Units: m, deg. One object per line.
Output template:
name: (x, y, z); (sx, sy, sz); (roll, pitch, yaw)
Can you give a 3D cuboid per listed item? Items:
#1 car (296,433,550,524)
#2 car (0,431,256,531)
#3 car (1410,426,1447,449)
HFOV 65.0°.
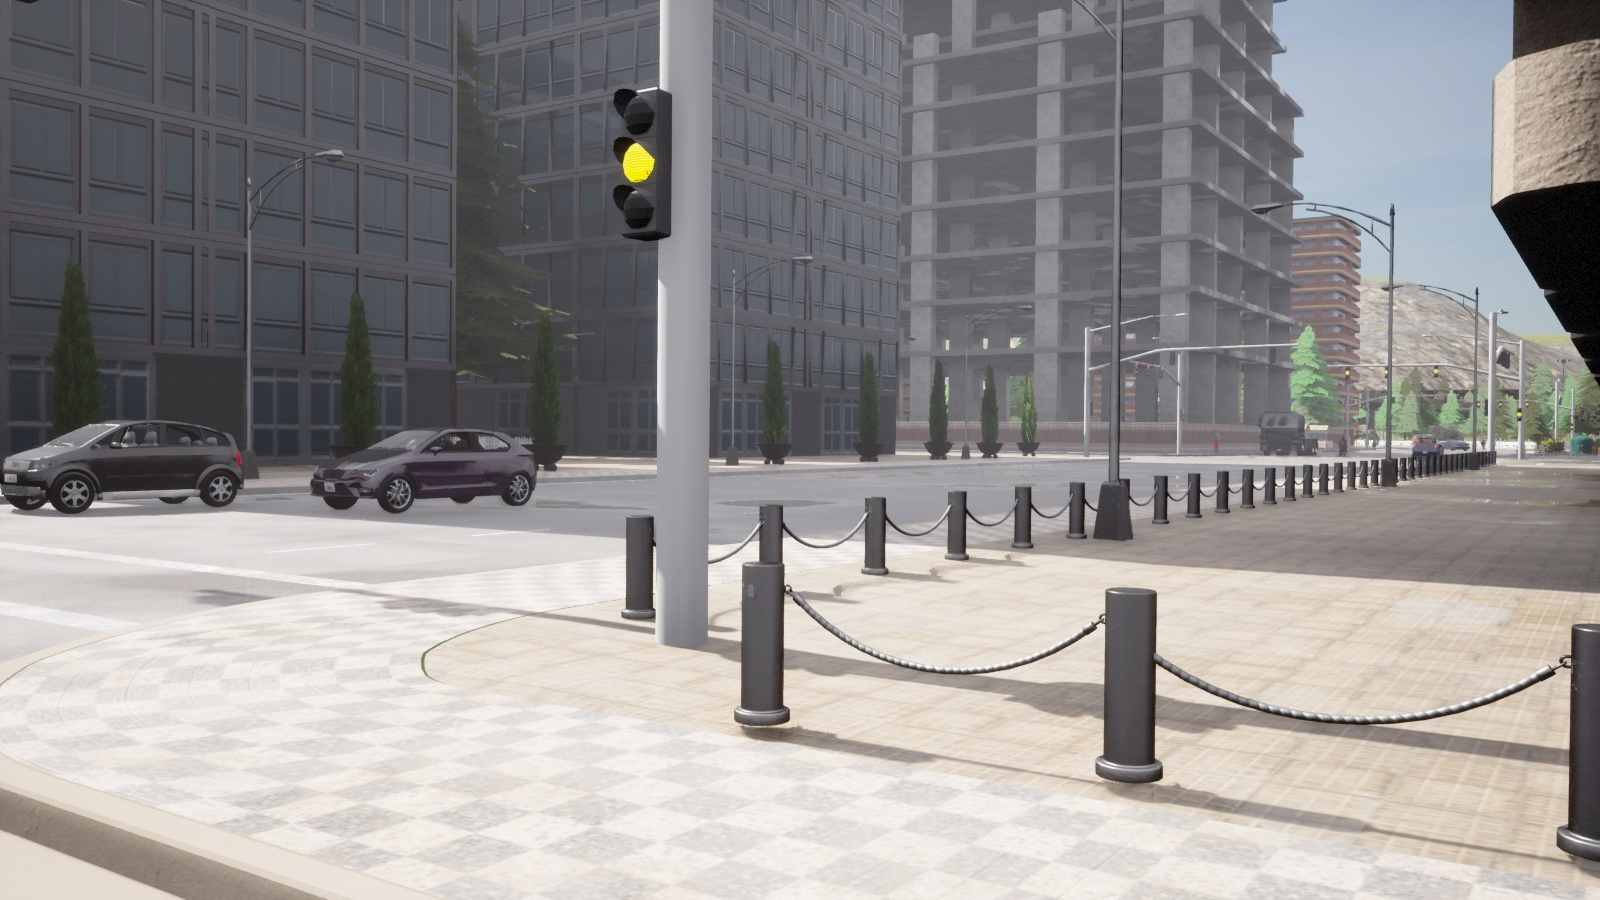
car: (-6.723, 0.439, 22.796); (1.816, 1.474, 4.193); (0, 1, 34)
car: (-11.657, 0.463, 21.730); (1.789, 1.549, 3.705); (0, 1, 34)
car: (42.327, -0.840, 84.562); (1.845, 1.501, 3.633); (0, 1, 33)
